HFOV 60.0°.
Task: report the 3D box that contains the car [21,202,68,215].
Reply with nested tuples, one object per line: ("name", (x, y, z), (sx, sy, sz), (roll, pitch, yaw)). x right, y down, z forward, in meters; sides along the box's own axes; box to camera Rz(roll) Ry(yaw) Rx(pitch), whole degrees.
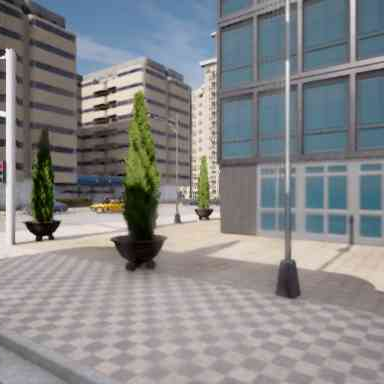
("car", (-14.948, 1.595, 34.014), (1.812, 1.442, 4.674), (0, 0, 35))

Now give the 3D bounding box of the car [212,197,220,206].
("car", (4.483, 1.576, 55.360), (1.837, 1.490, 4.892), (0, -1, 36))

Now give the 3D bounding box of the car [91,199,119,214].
("car", (-8.811, 1.545, 36.645), (1.882, 1.535, 5.008), (0, 0, 35))

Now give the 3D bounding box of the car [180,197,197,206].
("car", (0.299, 1.618, 55.534), (2.033, 1.411, 5.357), (0, 0, 36))
